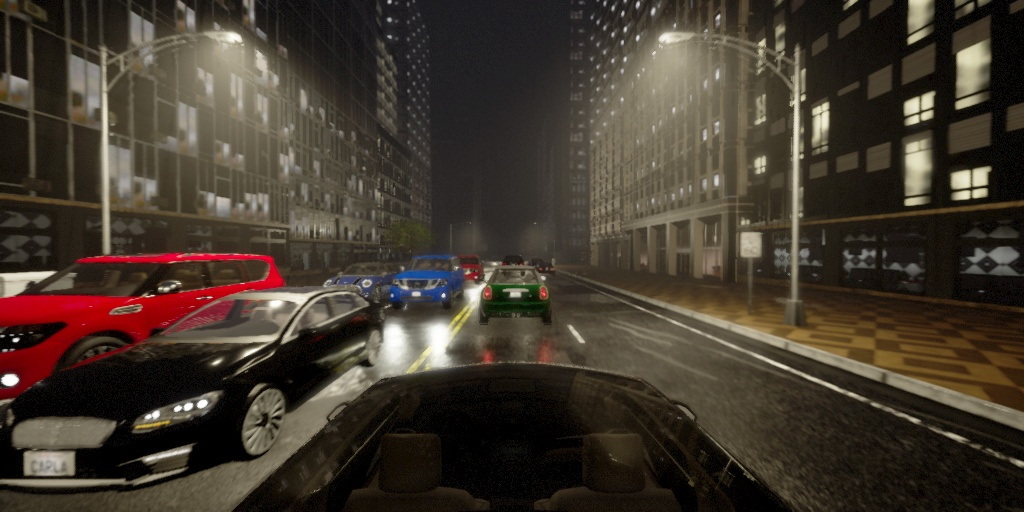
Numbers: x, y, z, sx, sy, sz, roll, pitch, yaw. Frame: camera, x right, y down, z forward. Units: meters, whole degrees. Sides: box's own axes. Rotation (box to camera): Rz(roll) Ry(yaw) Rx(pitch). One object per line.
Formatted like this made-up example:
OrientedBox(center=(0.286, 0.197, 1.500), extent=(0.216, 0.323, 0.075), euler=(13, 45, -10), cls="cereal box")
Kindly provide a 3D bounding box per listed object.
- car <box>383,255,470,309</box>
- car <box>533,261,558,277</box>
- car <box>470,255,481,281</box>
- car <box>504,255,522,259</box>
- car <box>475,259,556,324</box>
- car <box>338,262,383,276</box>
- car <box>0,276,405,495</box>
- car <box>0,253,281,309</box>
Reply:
OrientedBox(center=(-3.316, 0.958, 15.204), extent=(2.150, 2.045, 5.566), euler=(0, 0, 0), cls="car")
OrientedBox(center=(3.272, 1.265, 35.985), extent=(2.033, 1.411, 5.357), euler=(0, 0, 0), cls="car")
OrientedBox(center=(-3.236, 0.948, 25.905), extent=(2.150, 2.045, 5.566), euler=(0, 0, 0), cls="car")
OrientedBox(center=(0.124, 0.939, 35.179), extent=(2.150, 2.045, 5.566), euler=(0, 0, 0), cls="car")
OrientedBox(center=(0.107, 1.091, 12.083), extent=(2.097, 1.767, 4.553), euler=(0, 0, 0), cls="car")
OrientedBox(center=(-6.553, 1.086, 16.173), extent=(2.097, 1.767, 4.553), euler=(0, 0, 0), cls="car")
OrientedBox(center=(-3.342, 1.236, 5.041), extent=(2.128, 1.511, 4.902), euler=(0, 0, 0), cls="car")
OrientedBox(center=(-6.595, 0.964, 6.576), extent=(2.150, 2.045, 5.566), euler=(0, 0, 0), cls="car")
